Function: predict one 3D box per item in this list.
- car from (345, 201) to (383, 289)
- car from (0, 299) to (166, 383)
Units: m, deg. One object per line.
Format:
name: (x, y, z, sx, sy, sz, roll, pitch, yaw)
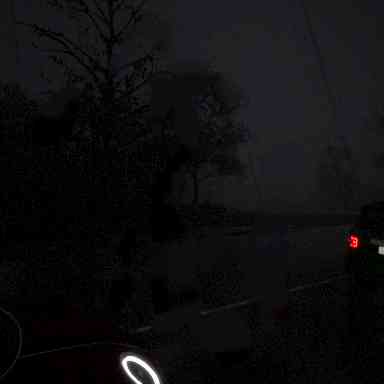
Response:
car: (5.919, 1.221, 7.882, 5.566, 2.045, 2.150, 0, 0, -35)
car: (-2.354, 1.352, 2.029, 4.553, 1.767, 2.097, 0, 0, -36)
